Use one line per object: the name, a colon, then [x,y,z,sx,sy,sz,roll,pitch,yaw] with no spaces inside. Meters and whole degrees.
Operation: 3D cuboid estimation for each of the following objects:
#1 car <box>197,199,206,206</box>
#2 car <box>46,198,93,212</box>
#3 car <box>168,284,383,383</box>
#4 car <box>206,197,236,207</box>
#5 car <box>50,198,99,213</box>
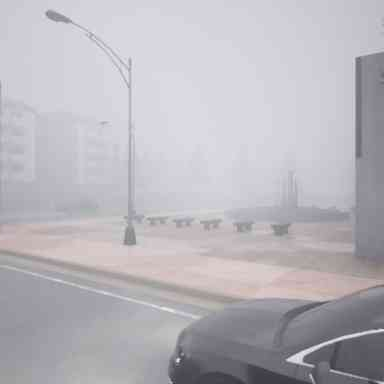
car: [3.133,1.524,55.506,4.674,1.442,1.812,0,0,-28]
car: [-14.479,1.489,39.701,2.128,1.511,4.902,0,0,36]
car: [2.014,1.503,2.557,4.892,1.490,1.837,-1,0,35]
car: [4.846,1.563,52.467,4.181,1.385,1.994,0,0,-27]
car: [-12.537,1.503,36.398,1.837,1.490,4.892,0,0,35]
